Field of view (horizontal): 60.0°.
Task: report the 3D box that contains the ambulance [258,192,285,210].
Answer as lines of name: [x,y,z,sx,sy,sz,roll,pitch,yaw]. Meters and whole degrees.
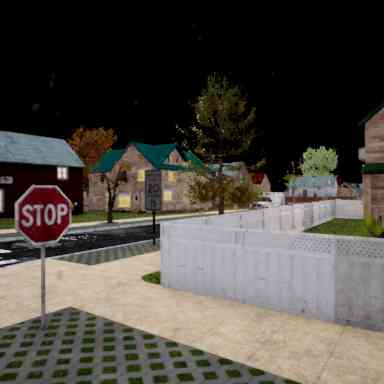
ambulance: [8.788,1.251,38.833,2.351,2.431,6.366,-1,-1,34]
